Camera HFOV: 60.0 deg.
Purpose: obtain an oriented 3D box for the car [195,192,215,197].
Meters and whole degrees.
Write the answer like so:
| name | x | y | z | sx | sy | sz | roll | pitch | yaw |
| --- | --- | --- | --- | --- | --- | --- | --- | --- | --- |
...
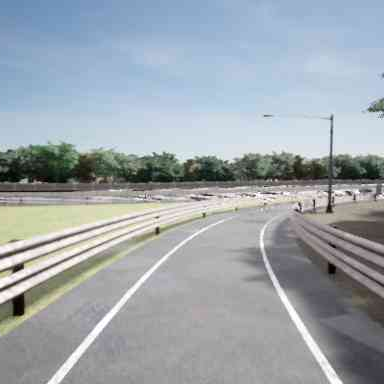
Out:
| name | x | y | z | sx | sy | sz | roll | pitch | yaw |
| --- | --- | --- | --- | --- | --- | --- | --- | --- | --- |
| car | 2.789 | 0.792 | 71.512 | 4.674 | 1.442 | 1.812 | -2 | 3 | -22 |

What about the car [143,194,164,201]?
| name | x | y | z | sx | sy | sz | roll | pitch | yaw |
| --- | --- | --- | --- | --- | --- | --- | --- | --- | --- |
| car | -7.591 | 1.055 | 67.243 | 4.674 | 1.442 | 1.812 | -1 | 3 | -22 |

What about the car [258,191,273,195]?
| name | x | y | z | sx | sy | sz | roll | pitch | yaw |
| --- | --- | --- | --- | --- | --- | --- | --- | --- | --- |
| car | 17.581 | 0.372 | 77.594 | 5.357 | 1.411 | 2.033 | -2 | 3 | -22 |

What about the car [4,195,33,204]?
| name | x | y | z | sx | sy | sz | roll | pitch | yaw |
| --- | --- | --- | --- | --- | --- | --- | --- | --- | --- |
| car | -30.118 | 1.233 | 57.960 | 4.674 | 1.442 | 1.812 | 0 | 2 | -22 |
